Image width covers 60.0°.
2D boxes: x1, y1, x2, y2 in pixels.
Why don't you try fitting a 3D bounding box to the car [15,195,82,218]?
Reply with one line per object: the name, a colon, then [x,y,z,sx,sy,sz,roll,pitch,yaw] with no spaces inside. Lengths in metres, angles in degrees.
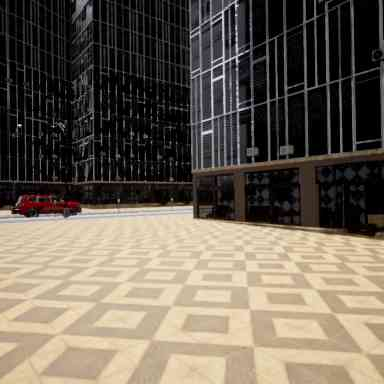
car: [-11.741,1.188,27.327,5.009,1.841,2.192,0,-1,-36]
